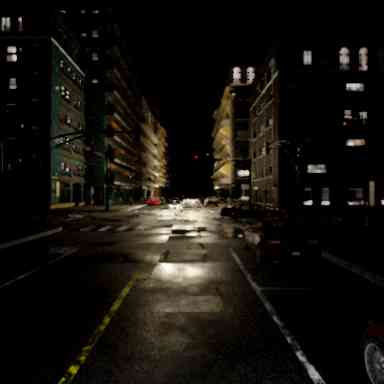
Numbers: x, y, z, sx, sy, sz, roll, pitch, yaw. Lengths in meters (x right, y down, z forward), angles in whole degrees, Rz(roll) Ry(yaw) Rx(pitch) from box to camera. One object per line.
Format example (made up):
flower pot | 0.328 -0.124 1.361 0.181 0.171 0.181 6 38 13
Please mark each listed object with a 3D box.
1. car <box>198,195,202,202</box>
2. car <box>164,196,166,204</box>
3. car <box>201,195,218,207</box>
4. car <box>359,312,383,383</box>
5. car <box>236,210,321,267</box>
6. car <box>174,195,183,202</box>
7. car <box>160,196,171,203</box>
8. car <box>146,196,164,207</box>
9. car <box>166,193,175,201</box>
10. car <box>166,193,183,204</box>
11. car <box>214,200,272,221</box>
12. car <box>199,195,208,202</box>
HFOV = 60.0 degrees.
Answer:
car | 2.699 1.529 65.728 1.947 1.339 4.313 0 0 0
car | -5.681 1.515 60.063 2.008 1.369 4.403 0 0 0
car | 2.811 1.406 48.738 1.967 1.590 4.097 0 0 0
car | 2.827 1.580 2.265 1.802 1.307 4.206 0 0 0
car | 2.827 1.534 11.267 1.887 1.381 4.507 0 0 0
car | -2.996 1.510 75.741 1.994 1.385 4.181 0 0 0
car | -5.681 1.528 71.393 1.947 1.339 4.313 0 0 0
car | -5.772 1.510 49.960 1.887 1.381 4.507 0 0 0
car | -5.679 1.278 88.386 2.192 1.841 5.009 0 0 0
car | -3.024 1.456 60.251 2.128 1.511 4.902 0 0 1
car | 4.824 1.635 27.587 5.357 1.411 2.033 1 0 -1
car | 2.700 1.506 77.057 1.887 1.381 4.507 0 0 0
